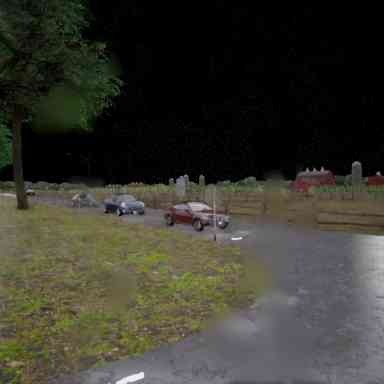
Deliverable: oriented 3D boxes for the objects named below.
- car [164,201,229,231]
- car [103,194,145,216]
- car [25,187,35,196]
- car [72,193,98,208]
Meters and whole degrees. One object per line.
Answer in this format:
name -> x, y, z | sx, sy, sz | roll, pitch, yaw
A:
car -> 0.103, 1.287, 18.992 | 1.812, 1.442, 4.674 | -1, 2, -36
car -> -5.606, 0.950, 27.273 | 2.097, 1.767, 4.553 | -1, 1, -34
car -> -40.989, 0.233, 84.188 | 1.882, 1.535, 5.008 | -1, 1, -34
car -> -11.729, 0.938, 36.279 | 1.837, 1.490, 4.892 | -1, 3, -33
